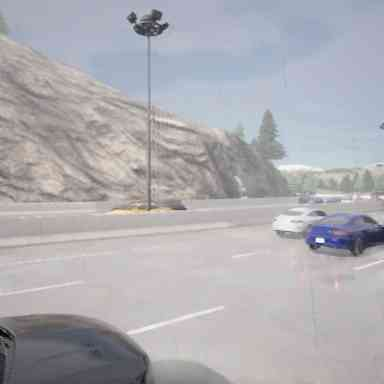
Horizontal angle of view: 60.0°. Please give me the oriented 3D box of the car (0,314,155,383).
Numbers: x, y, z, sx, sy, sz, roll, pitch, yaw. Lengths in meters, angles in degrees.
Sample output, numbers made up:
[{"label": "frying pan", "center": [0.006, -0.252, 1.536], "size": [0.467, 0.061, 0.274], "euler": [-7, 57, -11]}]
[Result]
[{"label": "car", "center": [-2.540, 1.512, 2.001], "size": [4.892, 1.490, 1.837], "euler": [0, 0, -35]}]

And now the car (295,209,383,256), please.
[{"label": "car", "center": [6.301, 1.540, 13.175], "size": [4.674, 1.442, 1.812], "euler": [0, 0, -39]}]

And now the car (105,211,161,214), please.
[{"label": "car", "center": [-3.747, 1.517, 23.307], "size": [5.008, 1.535, 1.882], "euler": [0, 0, -39]}]

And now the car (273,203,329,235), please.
[{"label": "car", "center": [6.163, 1.546, 17.604], "size": [4.674, 1.442, 1.812], "euler": [0, 0, -40]}]

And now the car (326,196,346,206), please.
[{"label": "car", "center": [24.855, 1.539, 57.197], "size": [1.882, 1.535, 5.008], "euler": [0, 0, 39]}]
